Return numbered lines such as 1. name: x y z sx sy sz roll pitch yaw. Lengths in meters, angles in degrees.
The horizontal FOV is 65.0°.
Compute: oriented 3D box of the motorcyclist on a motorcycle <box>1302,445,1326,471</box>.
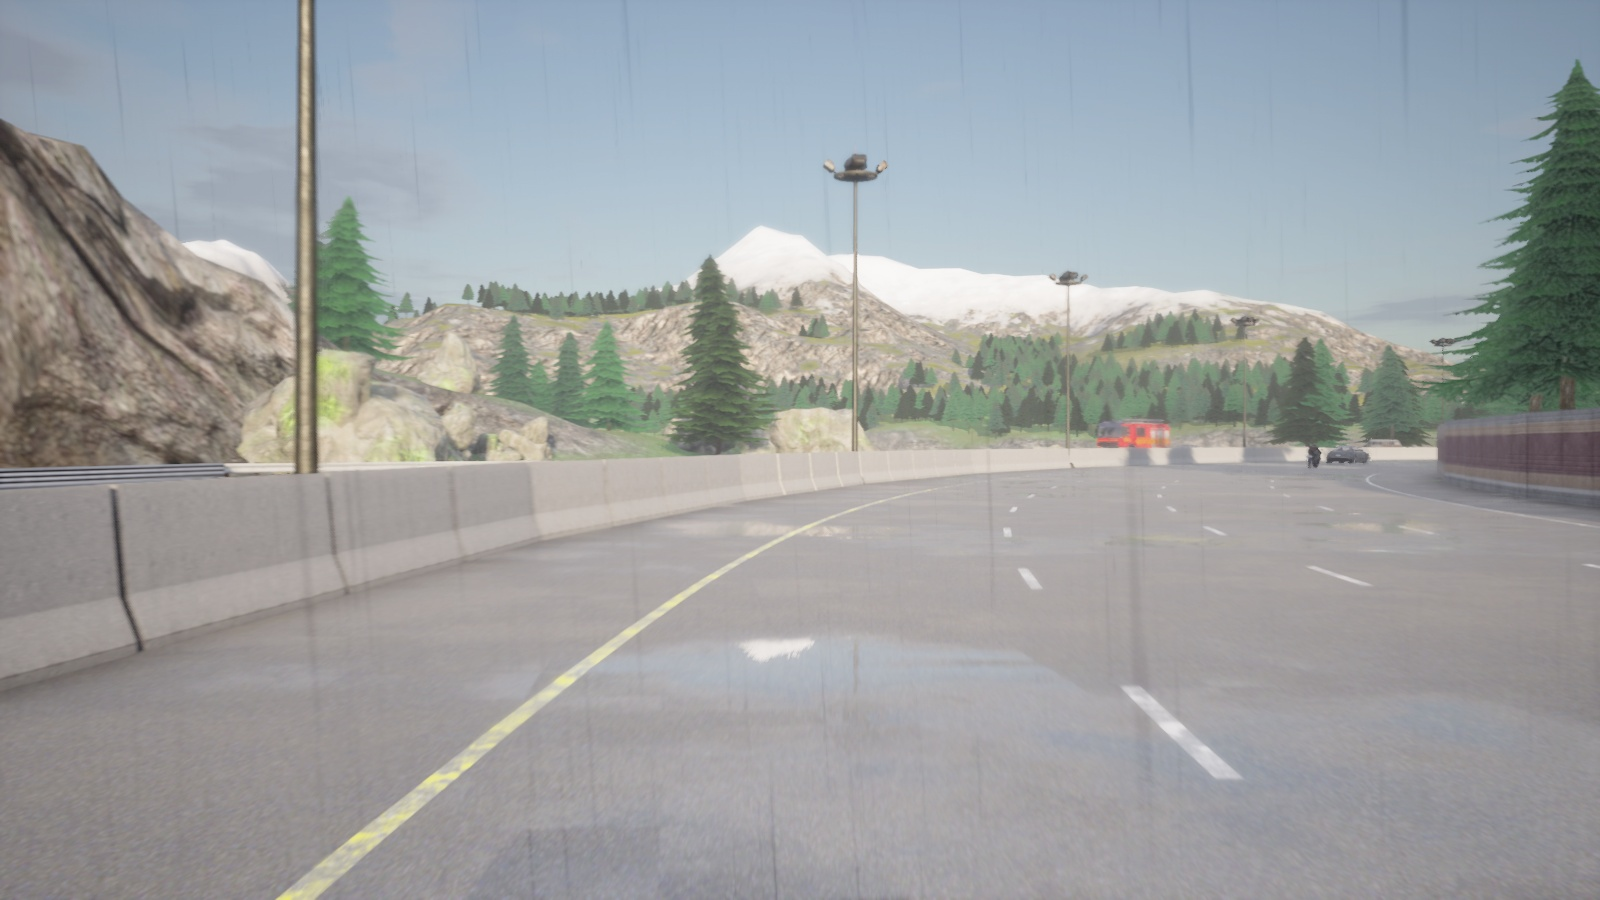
1. motorcyclist on a motorcycle: 31.386 0.460 76.661 0.866 1.530 2.191 1 1 35
